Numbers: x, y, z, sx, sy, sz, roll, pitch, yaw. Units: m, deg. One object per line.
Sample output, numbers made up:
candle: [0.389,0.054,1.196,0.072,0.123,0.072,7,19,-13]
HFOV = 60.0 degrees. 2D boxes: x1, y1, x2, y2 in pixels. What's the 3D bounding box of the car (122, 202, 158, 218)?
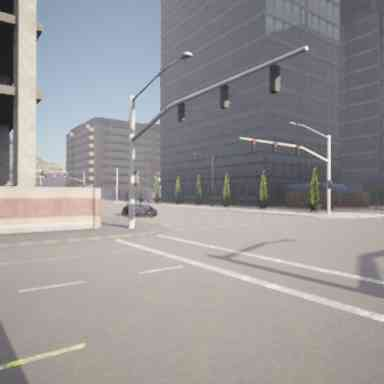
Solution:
car: [-4.835,1.619,30.597,1.994,1.385,4.181,0,0,-36]
